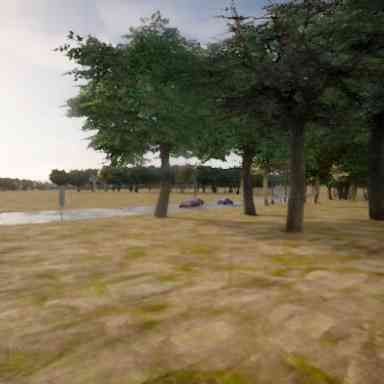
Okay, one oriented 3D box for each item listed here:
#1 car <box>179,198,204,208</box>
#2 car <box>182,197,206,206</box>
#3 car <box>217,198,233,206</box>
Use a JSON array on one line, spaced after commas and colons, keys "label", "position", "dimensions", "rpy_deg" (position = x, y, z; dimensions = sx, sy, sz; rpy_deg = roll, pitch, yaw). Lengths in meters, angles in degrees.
[{"label": "car", "position": [-0.248, 1.866, 53.965], "dimensions": [1.994, 1.385, 4.181], "rpy_deg": [2, 1, 31]}, {"label": "car", "position": [0.376, 1.755, 61.835], "dimensions": [2.033, 1.411, 5.357], "rpy_deg": [2, 1, 31]}, {"label": "car", "position": [6.437, 1.861, 65.248], "dimensions": [1.812, 1.442, 4.674], "rpy_deg": [2, 1, 30]}]
